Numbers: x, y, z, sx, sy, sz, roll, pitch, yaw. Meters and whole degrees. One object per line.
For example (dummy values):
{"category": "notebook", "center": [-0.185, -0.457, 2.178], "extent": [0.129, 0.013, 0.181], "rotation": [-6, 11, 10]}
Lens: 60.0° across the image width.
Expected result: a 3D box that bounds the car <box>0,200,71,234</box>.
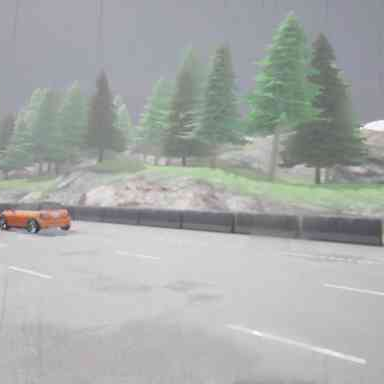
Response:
{"category": "car", "center": [-9.015, 1.302, 19.030], "extent": [4.553, 1.767, 2.097], "rotation": [0, 0, 36]}
